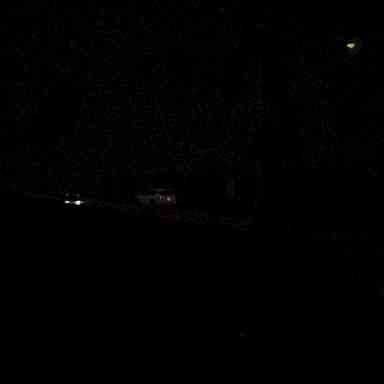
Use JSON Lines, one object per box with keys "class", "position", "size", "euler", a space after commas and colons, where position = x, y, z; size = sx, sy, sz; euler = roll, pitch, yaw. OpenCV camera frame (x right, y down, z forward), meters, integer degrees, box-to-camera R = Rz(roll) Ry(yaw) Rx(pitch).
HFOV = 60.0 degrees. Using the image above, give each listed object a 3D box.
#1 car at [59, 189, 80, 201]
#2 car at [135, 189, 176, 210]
{"class": "car", "position": [-18.520, 0.388, 50.107], "size": [2.097, 1.767, 4.553], "euler": [1, 1, -35]}
{"class": "car", "position": [-3.768, 0.697, 33.999], "size": [2.150, 2.045, 5.566], "euler": [1, 1, -35]}
